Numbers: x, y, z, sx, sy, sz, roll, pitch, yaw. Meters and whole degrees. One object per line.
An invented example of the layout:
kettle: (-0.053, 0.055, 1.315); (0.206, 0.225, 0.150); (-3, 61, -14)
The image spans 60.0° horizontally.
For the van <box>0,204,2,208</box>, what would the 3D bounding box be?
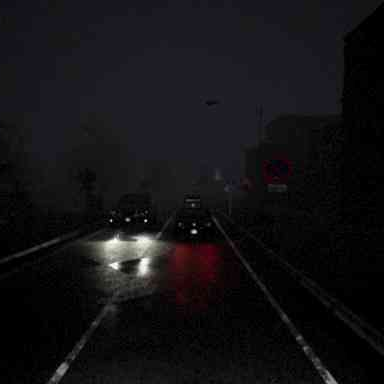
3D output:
van: (-21.995, 1.070, 34.183); (4.442, 1.987, 1.878); (0, 0, 0)

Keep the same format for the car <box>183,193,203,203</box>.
car: (0.111, 0.856, 33.840); (2.128, 1.511, 4.902); (0, 4, 0)

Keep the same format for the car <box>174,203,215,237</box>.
car: (0.105, 1.456, 17.111); (1.895, 1.301, 4.718); (0, 1, 0)

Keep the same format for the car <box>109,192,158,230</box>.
car: (-3.343, 1.041, 20.047); (2.150, 2.045, 5.566); (0, 1, 0)
